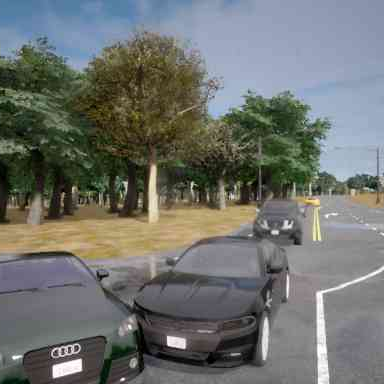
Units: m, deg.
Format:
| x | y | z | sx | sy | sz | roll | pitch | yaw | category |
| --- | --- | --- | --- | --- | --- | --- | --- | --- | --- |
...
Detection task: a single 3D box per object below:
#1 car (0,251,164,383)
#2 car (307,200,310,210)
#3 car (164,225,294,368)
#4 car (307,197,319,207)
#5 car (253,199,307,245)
| x | y | z | sx | sy | sz | roll | pitch | yaw | category |
| --- | --- | --- | --- | --- | --- | --- | --- | --- | --- |
| -2.328 | 1.643 | 5.014 | 1.994 | 1.385 | 4.181 | 1 | -2 | -33 | car |
| 10.529 | 1.806 | 33.253 | 1.895 | 1.301 | 4.718 | -1 | 0 | 20 | car |
| 0.714 | 1.613 | 6.320 | 1.882 | 1.535 | 5.008 | -1 | -2 | 21 | car |
| 20.867 | 1.694 | 57.660 | 1.882 | 1.535 | 5.008 | -1 | 0 | 27 | car |
| 4.581 | 1.401 | 17.172 | 2.150 | 2.045 | 5.566 | 0 | 0 | 20 | car |
